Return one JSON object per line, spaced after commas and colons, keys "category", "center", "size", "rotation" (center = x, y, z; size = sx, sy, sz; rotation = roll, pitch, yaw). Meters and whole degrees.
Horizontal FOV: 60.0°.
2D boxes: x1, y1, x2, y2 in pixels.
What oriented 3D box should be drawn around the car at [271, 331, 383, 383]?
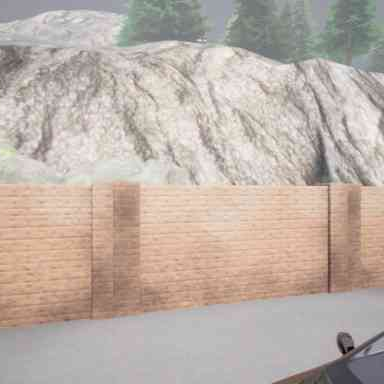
{"category": "car", "center": [2.164, 1.492, 1.911], "size": [4.902, 1.511, 2.128], "rotation": [0, 0, -18]}
